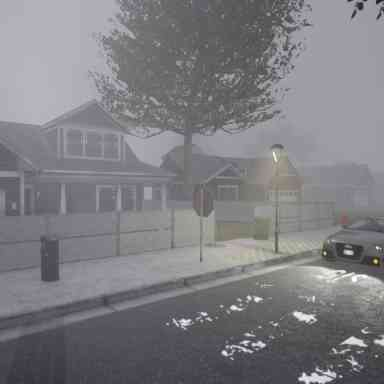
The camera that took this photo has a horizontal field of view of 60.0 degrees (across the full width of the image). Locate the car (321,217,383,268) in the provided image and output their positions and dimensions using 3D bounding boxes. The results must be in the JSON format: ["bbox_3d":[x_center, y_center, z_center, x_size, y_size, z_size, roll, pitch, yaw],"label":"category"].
[{"bbox_3d":[5.958,1.531,10.716,4.181,1.385,1.994,0,1,-40],"label":"car"}]
